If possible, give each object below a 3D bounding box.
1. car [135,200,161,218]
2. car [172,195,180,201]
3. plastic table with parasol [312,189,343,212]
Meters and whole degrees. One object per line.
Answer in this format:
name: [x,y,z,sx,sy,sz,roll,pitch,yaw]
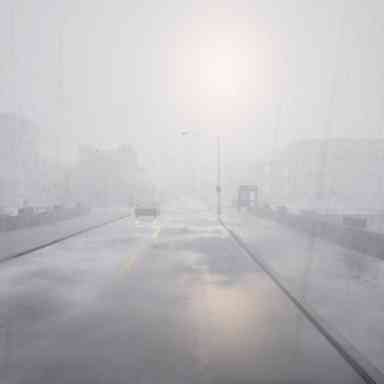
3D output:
car: [-4.000,1.510,30.650,1.882,1.535,5.008,0,0,0]
car: [-4.000,1.473,85.343,2.128,1.511,4.902,0,0,0]
plastic table with parasol: [15.169,0.923,37.367,2.482,2.480,2.482,0,0,0]
